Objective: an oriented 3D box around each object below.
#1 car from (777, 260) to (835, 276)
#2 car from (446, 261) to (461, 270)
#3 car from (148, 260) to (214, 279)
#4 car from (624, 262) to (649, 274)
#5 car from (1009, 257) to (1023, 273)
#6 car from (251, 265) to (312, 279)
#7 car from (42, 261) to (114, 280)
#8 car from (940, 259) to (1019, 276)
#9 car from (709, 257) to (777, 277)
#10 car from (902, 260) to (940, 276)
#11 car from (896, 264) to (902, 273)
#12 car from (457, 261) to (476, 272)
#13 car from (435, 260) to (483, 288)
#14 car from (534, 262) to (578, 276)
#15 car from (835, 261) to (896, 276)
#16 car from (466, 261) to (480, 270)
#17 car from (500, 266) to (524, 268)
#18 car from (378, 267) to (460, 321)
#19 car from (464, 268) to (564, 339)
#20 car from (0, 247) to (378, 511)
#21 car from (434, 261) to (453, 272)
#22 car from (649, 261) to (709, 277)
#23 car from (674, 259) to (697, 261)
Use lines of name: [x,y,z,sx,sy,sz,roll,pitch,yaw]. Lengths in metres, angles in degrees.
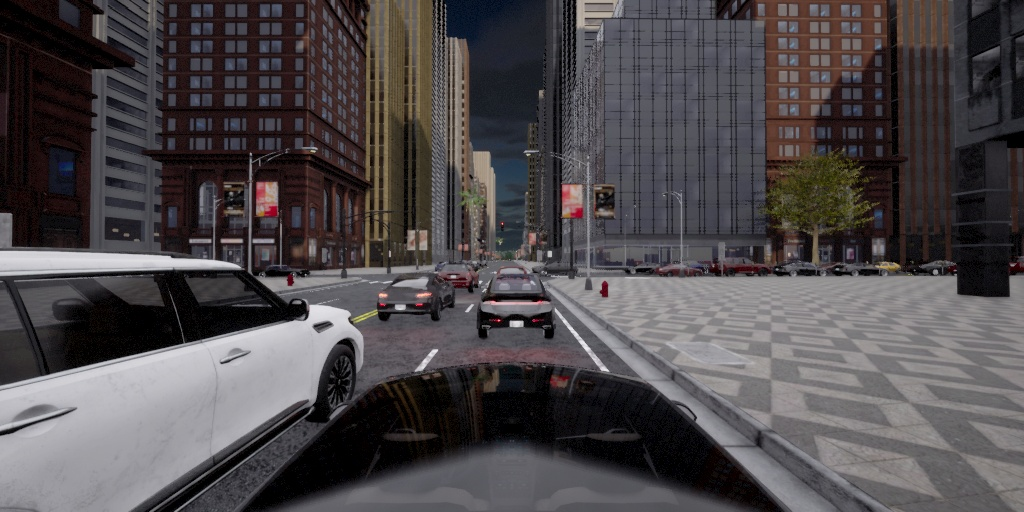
car: [26.585,1.275,33.149,4.313,1.339,1.948,0,0,-1]
car: [-9.840,1.559,60.884,1.812,1.442,4.674,0,0,0]
car: [-32.225,1.325,35.001,4.553,1.767,2.097,0,-1,0]
car: [15.177,1.413,41.495,4.313,1.339,1.948,0,0,-1]
car: [49.136,0.972,33.505,5.009,1.841,2.192,0,0,-1]
car: [-22.407,1.528,34.992,4.718,1.301,1.895,0,-1,-3]
car: [-42.278,1.371,35.021,4.553,1.767,2.097,0,-1,1]
car: [43.498,1.213,33.416,4.507,1.381,1.888,0,0,-1]
car: [20.948,1.041,33.061,5.009,1.841,2.192,0,0,-1]
car: [42.847,1.205,36.032,4.892,1.490,1.837,0,-1,-1]
car: [45.501,1.209,39.142,5.008,1.535,1.882,0,-1,-1]
car: [-6.608,1.464,52.237,2.128,1.511,4.902,0,0,0]
car: [-3.153,1.142,21.404,2.097,1.767,4.553,0,0,0]
car: [4.534,1.352,38.049,4.892,1.490,1.837,0,-1,-9]
car: [32.222,1.259,33.238,4.313,1.339,1.948,0,0,-1]
car: [-6.590,1.562,61.337,1.812,1.442,4.674,0,0,0]
car: [-0.004,1.260,19.612,1.882,1.535,5.008,0,0,0]
car: [-3.152,1.288,12.423,1.812,1.442,4.674,0,0,0]
car: [0.097,1.249,10.112,2.128,1.511,4.902,0,0,0]
car: [-3.155,0.972,2.644,2.150,2.045,5.566,0,0,0]
car: [-9.849,1.497,51.961,1.812,1.442,4.674,0,0,0]
car: [15.309,1.327,32.972,4.207,1.307,1.802,0,0,-1]
car: [18.091,1.155,38.793,4.553,1.767,2.097,0,-1,-1]
